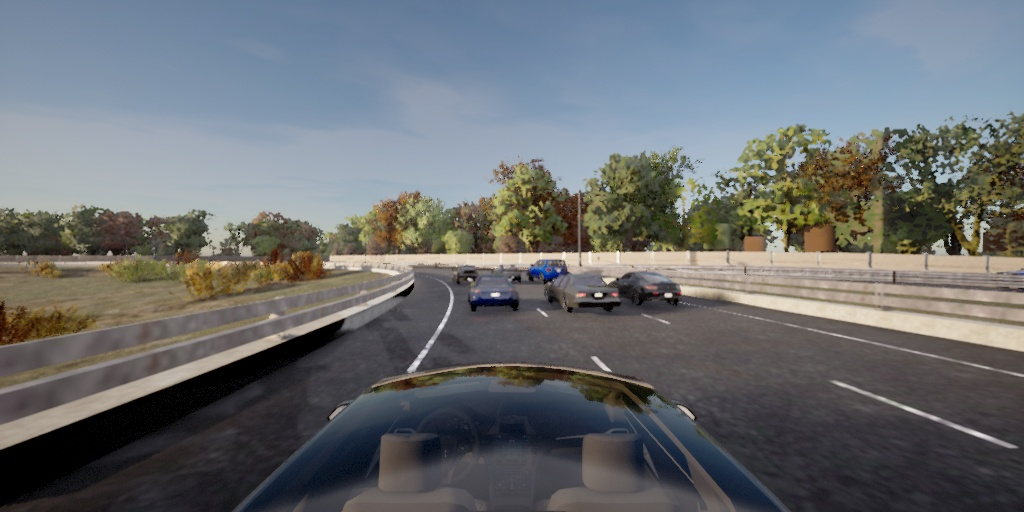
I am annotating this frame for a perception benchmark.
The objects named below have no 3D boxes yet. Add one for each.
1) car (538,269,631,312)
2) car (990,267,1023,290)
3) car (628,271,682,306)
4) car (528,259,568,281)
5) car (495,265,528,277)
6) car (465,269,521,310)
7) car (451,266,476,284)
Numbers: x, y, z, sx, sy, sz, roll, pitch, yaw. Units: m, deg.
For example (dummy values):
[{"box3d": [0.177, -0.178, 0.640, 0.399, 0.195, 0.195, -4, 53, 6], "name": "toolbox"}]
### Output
[{"box3d": [2.715, 1.436, 14.988, 2.033, 1.411, 5.357, 0, -1, -7], "name": "car"}, {"box3d": [44.677, 1.737, 30.081, 5.566, 2.045, 2.150, 3, 0, 22], "name": "car"}, {"box3d": [6.002, 1.432, 16.746, 1.812, 1.442, 4.674, 0, 0, -8], "name": "car"}, {"box3d": [3.048, 1.284, 31.360, 2.150, 2.045, 5.566, 0, 0, -15], "name": "car"}, {"box3d": [-0.597, 1.552, 31.365, 2.128, 1.511, 4.902, 0, 0, -16], "name": "car"}, {"box3d": [-0.897, 1.459, 15.555, 1.994, 1.385, 4.181, 0, -1, -8], "name": "car"}, {"box3d": [-3.982, 1.557, 30.476, 1.837, 1.490, 4.892, 0, 0, -16], "name": "car"}]
